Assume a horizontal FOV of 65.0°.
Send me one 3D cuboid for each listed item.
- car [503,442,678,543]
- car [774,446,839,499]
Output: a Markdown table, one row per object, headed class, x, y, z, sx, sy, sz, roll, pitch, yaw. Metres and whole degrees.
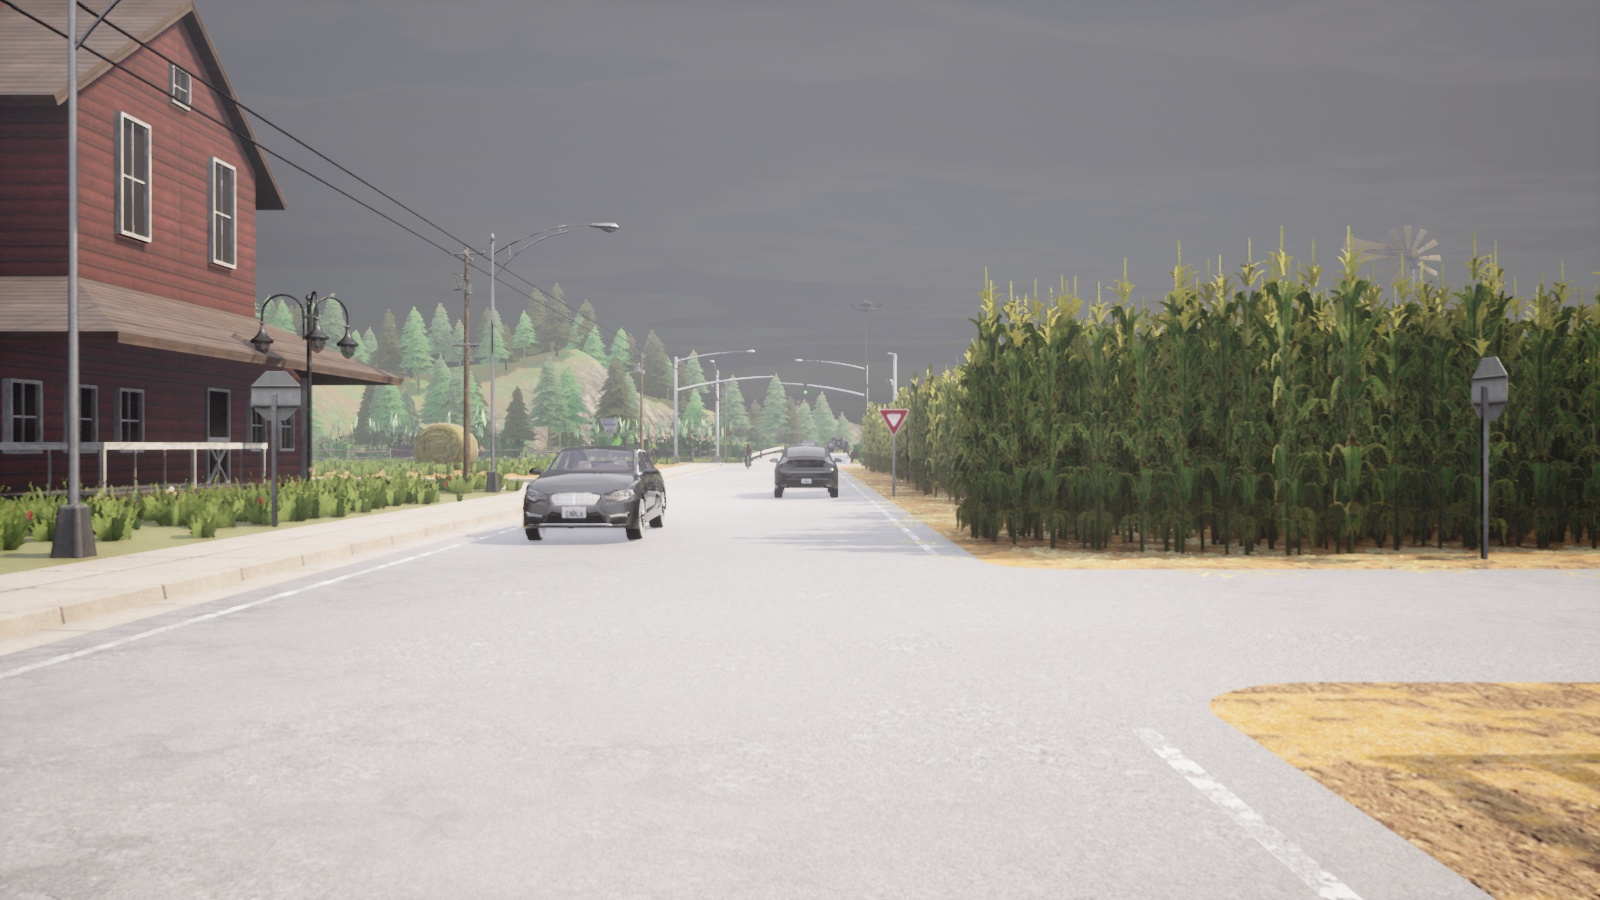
| class | x | y | z | sx | sy | sz | roll | pitch | yaw |
| --- | --- | --- | --- | --- | --- | --- | --- | --- | --- |
| car | -3.387 | 0.627 | 21.281 | 2.128 | 1.511 | 4.902 | 0 | 0 | 0 |
| car | 0.177 | 0.621 | 37.747 | 1.837 | 1.490 | 4.892 | 0 | 0 | 0 |
